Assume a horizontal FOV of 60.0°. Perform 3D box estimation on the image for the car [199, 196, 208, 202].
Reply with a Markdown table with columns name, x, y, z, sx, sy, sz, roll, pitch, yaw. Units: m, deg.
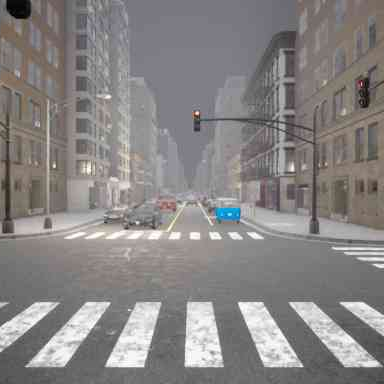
| name | x | y | z | sx | sy | sz | roll | pitch | yaw |
| --- | --- | --- | --- | --- | --- | --- | --- | --- | --- |
| car | 2.617 | 1.524 | 76.120 | 2.008 | 1.369 | 4.403 | 0 | 0 | 0 |

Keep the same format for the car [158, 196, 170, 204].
| name | x | y | z | sx | sy | sz | roll | pitch | yaw |
| --- | --- | --- | --- | --- | --- | --- | --- | --- | --- |
| car | -5.406 | 1.547 | 64.751 | 1.947 | 1.339 | 4.313 | 0 | 0 | 0 |

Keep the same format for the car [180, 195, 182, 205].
| name | x | y | z | sx | sy | sz | roll | pitch | yaw |
| --- | --- | --- | --- | --- | --- | --- | --- | --- | --- |
| car | -2.767 | 1.586 | 59.217 | 1.895 | 1.301 | 4.718 | 0 | 0 | 0 |

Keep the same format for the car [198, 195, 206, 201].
| name | x | y | z | sx | sy | sz | roll | pitch | yaw |
| --- | --- | --- | --- | --- | --- | --- | --- | --- | --- |
| car | 2.614 | 1.530 | 87.483 | 1.947 | 1.339 | 4.313 | 0 | 0 | 0 |

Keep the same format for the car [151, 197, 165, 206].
| name | x | y | z | sx | sy | sz | roll | pitch | yaw |
| --- | --- | --- | --- | --- | --- | --- | --- | --- | --- |
| car | -5.402 | 1.556 | 53.388 | 1.947 | 1.339 | 4.313 | 0 | 0 | 0 |

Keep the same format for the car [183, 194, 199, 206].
| name | x | y | z | sx | sy | sz | roll | pitch | yaw |
| --- | --- | --- | --- | --- | --- | --- | --- | --- | --- |
| car | -0.015 | 1.536 | 54.701 | 2.033 | 1.411 | 5.357 | 0 | 0 | 0 |

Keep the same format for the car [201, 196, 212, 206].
| name | x | y | z | sx | sy | sz | roll | pitch | yaw |
| --- | --- | --- | --- | --- | --- | --- | --- | --- | --- |
| car | 2.624 | 1.576 | 47.714 | 1.802 | 1.307 | 4.206 | 0 | 0 | 0 |

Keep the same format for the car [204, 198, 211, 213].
| name | x | y | z | sx | sy | sz | roll | pitch | yaw |
| --- | --- | --- | --- | --- | --- | --- | --- | --- | --- |
| car | 2.627 | 1.580 | 36.351 | 1.802 | 1.307 | 4.206 | 0 | 0 | 0 |

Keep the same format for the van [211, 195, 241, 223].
| name | x | y | z | sx | sy | sz | roll | pitch | yaw |
| --- | --- | --- | --- | --- | --- | --- | --- | --- | --- |
| van | 2.630 | 1.340 | 24.989 | 1.690 | 1.788 | 3.998 | 0 | 0 | 0 |

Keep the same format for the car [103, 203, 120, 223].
| name | x | y | z | sx | sy | sz | roll | pitch | yaw |
| --- | --- | --- | --- | --- | --- | --- | --- | --- | --- |
| car | -5.395 | 1.549 | 24.978 | 2.008 | 1.369 | 4.403 | 0 | 0 | 0 |

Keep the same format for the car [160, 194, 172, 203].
| name | x | y | z | sx | sy | sz | roll | pitch | yaw |
| --- | --- | --- | --- | --- | --- | --- | --- | --- | --- |
| car | -5.407 | 1.292 | 70.432 | 2.192 | 1.841 | 5.009 | 0 | 0 | 0 |

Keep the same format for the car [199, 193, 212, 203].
| name | x | y | z | sx | sy | sz | roll | pitch | yaw |
| --- | --- | --- | --- | --- | --- | --- | --- | --- | --- |
| car | 2.623 | 1.305 | 53.395 | 2.192 | 1.841 | 5.009 | 0 | 0 | 0 |

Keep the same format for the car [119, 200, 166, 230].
| name | x | y | z | sx | sy | sz | roll | pitch | yaw |
| --- | --- | --- | --- | --- | --- | --- | --- | --- | --- |
| car | -2.979 | 1.504 | 21.092 | 1.837 | 1.490 | 4.892 | 0 | 0 | 2 |

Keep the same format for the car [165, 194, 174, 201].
| name | x | y | z | sx | sy | sz | roll | pitch | yaw |
| --- | --- | --- | --- | --- | --- | --- | --- | --- | --- |
| car | -5.410 | 1.409 | 81.796 | 1.967 | 1.590 | 4.097 | 0 | 0 | 0 |

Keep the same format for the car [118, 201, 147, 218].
| name | x | y | z | sx | sy | sz | roll | pitch | yaw |
| --- | --- | --- | --- | --- | --- | --- | --- | --- | --- |
| car | -5.397 | 1.543 | 30.660 | 1.887 | 1.381 | 4.507 | 0 | 0 | 0 |

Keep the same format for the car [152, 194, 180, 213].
| name | x | y | z | sx | sy | sz | roll | pitch | yaw |
| --- | --- | --- | --- | --- | --- | --- | --- | --- | --- |
| car | -2.861 | 1.220 | 37.819 | 2.150 | 2.045 | 5.566 | 0 | 0 | 0 |
